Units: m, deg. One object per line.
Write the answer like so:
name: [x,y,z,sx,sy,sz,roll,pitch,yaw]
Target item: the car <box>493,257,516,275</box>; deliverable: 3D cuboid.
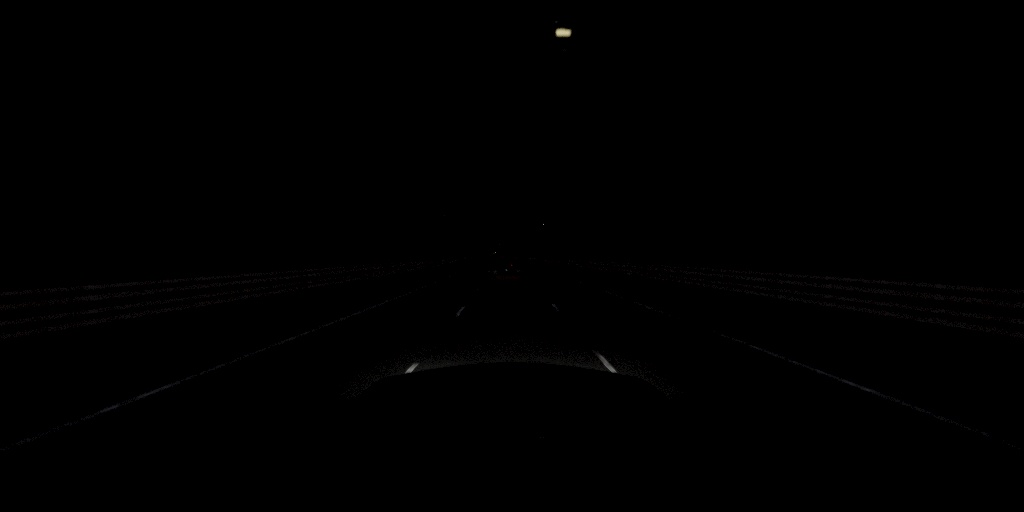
car: [-0.600,1.116,36.644,2.128,1.511,4.902,0,0,-2]
